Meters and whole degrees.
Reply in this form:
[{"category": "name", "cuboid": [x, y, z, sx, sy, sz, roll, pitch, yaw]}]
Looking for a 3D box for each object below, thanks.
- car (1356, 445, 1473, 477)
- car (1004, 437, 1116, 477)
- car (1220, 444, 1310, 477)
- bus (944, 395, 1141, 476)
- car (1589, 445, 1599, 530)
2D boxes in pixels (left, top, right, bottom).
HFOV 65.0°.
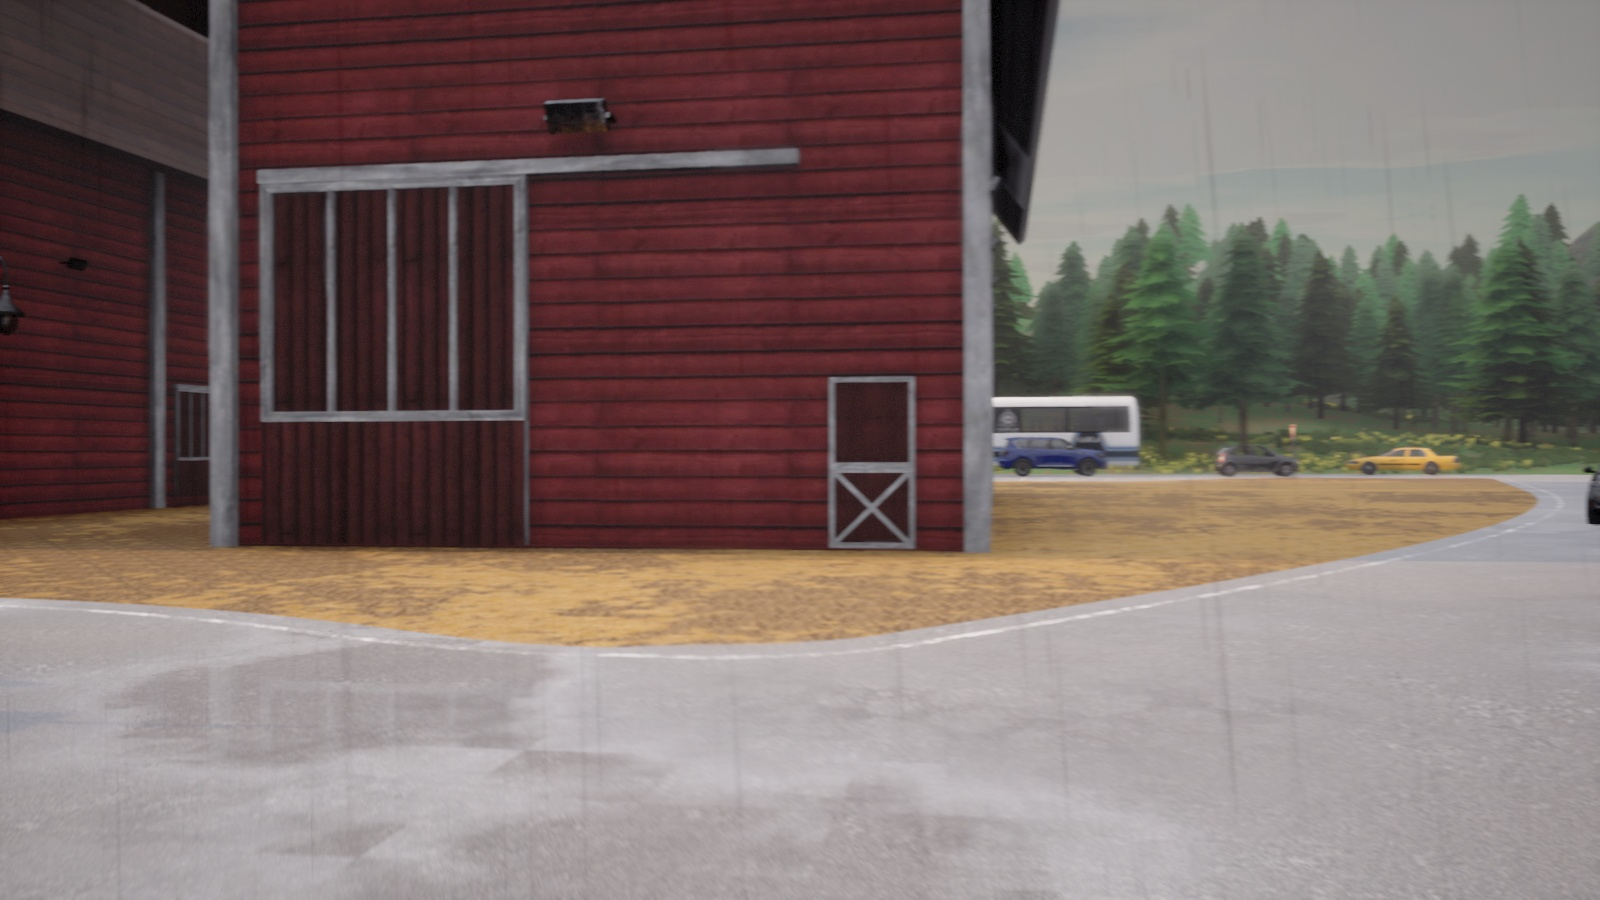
[{"category": "car", "cuboid": [31.778, 0.553, 65.131, 5.366, 1.575, 1.801, 0, 0, 24]}, {"category": "car", "cuboid": [13.356, 0.345, 64.825, 5.566, 2.045, 2.150, 0, 0, 9]}, {"category": "car", "cuboid": [23.319, 0.518, 63.133, 3.988, 1.617, 1.851, 0, 0, 10]}, {"category": "bus", "cuboid": [13.088, -0.749, 68.422, 10.273, 4.253, 3.944, 0, 0, 10]}, {"category": "car", "cuboid": [15.825, 0.661, 23.226, 1.845, 1.501, 3.633, 0, 0, 36]}]
